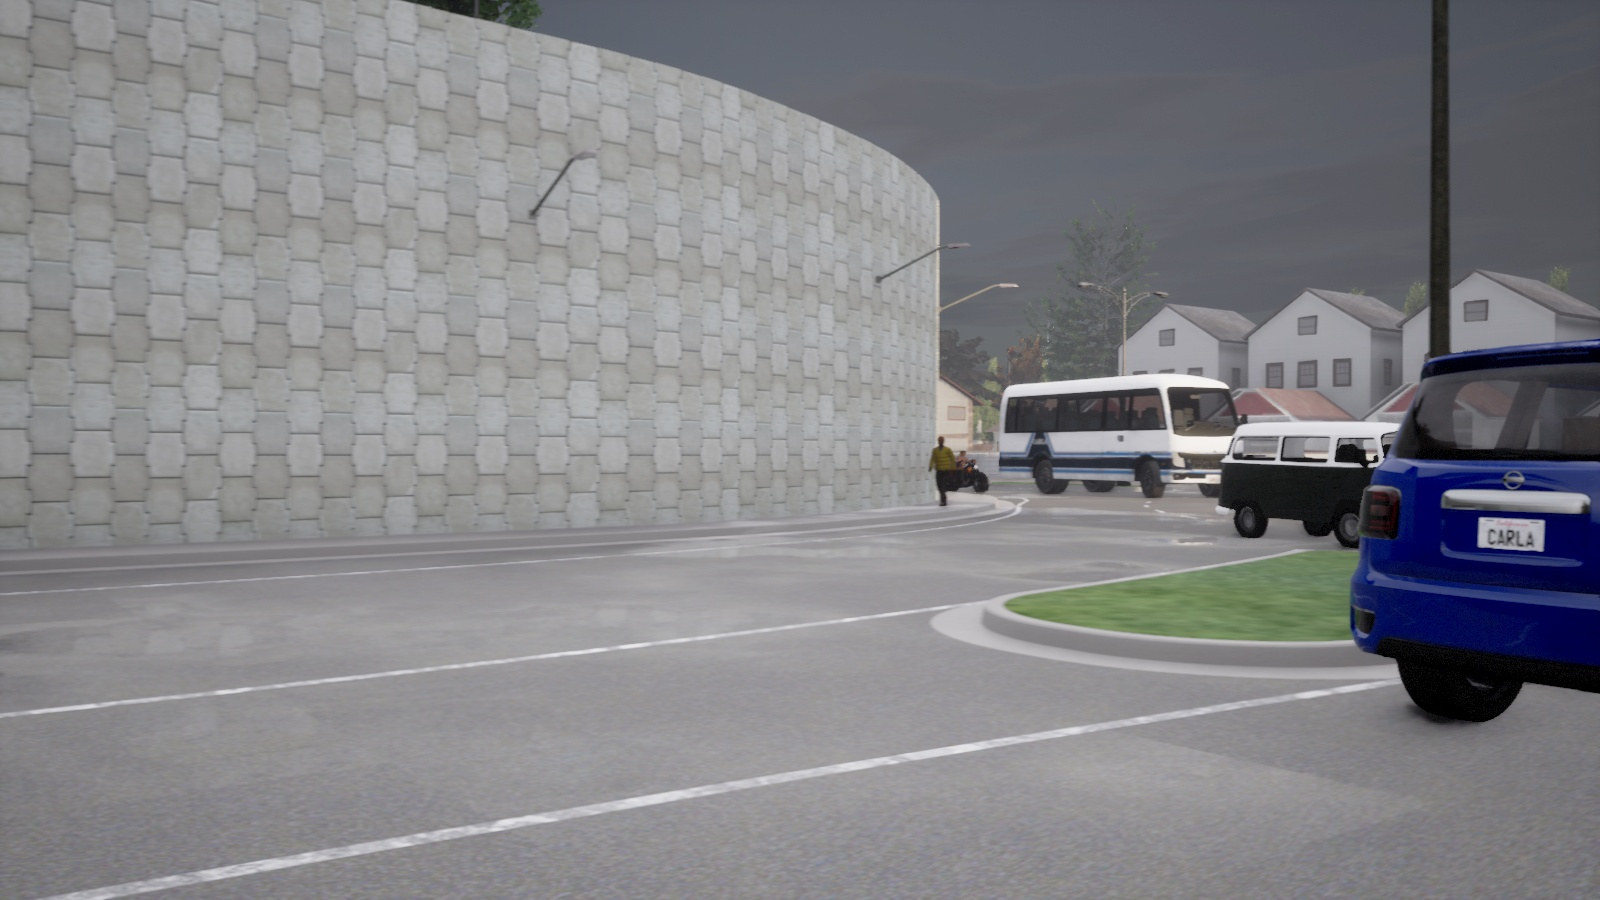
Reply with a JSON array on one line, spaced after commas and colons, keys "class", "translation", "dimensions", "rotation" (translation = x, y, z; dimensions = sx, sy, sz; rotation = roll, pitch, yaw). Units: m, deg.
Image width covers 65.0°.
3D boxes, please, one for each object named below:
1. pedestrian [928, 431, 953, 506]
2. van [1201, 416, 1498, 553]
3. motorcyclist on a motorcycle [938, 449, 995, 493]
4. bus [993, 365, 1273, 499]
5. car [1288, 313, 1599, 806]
[{"class": "pedestrian", "translation": [3.484, 0.460, 31.084], "dimensions": [0.370, 1.835, 0.726], "rotation": [0, 0, 27]}, {"class": "van", "translation": [9.004, 0.492, 21.056], "dimensions": [2.069, 2.038, 4.480], "rotation": [0, 0, -19]}, {"class": "motorcyclist on a motorcycle", "translation": [6.318, 0.785, 47.748], "dimensions": [0.766, 1.649, 2.350], "rotation": [0, 0, -34]}, {"class": "bus", "translation": [11.582, -0.557, 45.285], "dimensions": [3.944, 4.253, 10.273], "rotation": [0, 0, -27]}, {"class": "car", "translation": [5.472, 0.466, 7.031], "dimensions": [5.566, 2.045, 2.150], "rotation": [0, 0, -31]}]
